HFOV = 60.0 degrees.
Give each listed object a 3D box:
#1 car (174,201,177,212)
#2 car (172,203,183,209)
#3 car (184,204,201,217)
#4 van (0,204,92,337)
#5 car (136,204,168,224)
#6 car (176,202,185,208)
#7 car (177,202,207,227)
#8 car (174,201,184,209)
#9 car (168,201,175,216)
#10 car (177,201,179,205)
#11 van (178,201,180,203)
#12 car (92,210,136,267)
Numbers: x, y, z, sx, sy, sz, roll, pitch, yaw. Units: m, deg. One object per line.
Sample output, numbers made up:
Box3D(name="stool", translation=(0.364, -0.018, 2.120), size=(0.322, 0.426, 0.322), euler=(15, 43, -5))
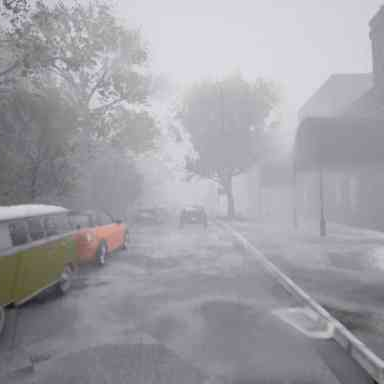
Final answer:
Box3D(name="car", translation=(-3.628, 2.336, 45.152), size=(2.097, 1.535, 5.008), euler=(0, -1, 2))
Box3D(name="car", translation=(-3.376, 3.273, 78.804), size=(2.231, 1.521, 4.892), euler=(0, -1, 2))
Box3D(name="car", translation=(0.115, 2.328, 42.636), size=(2.033, 1.411, 5.357), euler=(0, -2, 0))
Box3D(name="van", translation=(-3.647, 1.274, 6.333), size=(1.878, 1.987, 4.442), euler=(0, 0, 2))
Box3D(name="car", translation=(-3.625, 1.864, 28.489), size=(2.163, 1.488, 4.792), euler=(1, -2, 2))
Box3D(name="car", translation=(-3.129, 3.544, 90.212), size=(2.097, 1.535, 5.008), euler=(0, -2, 2))
Box3D(name="car", translation=(0.111, 1.716, 24.689), size=(1.882, 1.535, 5.008), euler=(0, -2, 0))
Box3D(name="car", translation=(-3.372, 3.281, 84.514), size=(2.185, 1.767, 4.553), euler=(-1, -1, 2))
Box3D(name="car", translation=(-3.623, 2.169, 39.594), size=(2.097, 1.535, 5.008), euler=(1, -2, 2))
Box3D(name="car", translation=(-3.629, 2.535, 50.756), size=(2.163, 1.488, 4.792), euler=(0, -1, 2))
Box3D(name="van", translation=(-3.603, 2.756, 67.560), size=(1.878, 1.987, 4.442), euler=(1, -1, 2))
Box3D(name="car", translation=(-3.650, 1.391, 11.755), size=(2.185, 1.767, 4.553), euler=(0, 0, 2))
